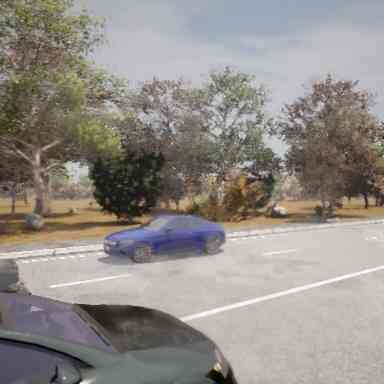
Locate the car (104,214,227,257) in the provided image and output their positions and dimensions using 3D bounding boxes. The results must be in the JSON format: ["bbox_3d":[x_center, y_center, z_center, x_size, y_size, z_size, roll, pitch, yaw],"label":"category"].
[{"bbox_3d":[-0.810,1.562,12.017,4.674,1.442,1.812,0,0,-36],"label":"car"}]

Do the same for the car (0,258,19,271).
[{"bbox_3d":[-5.237,1.542,4.561,5.357,1.411,2.033,0,0,-35],"label":"car"}]

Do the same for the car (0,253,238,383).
[{"bbox_3d":[-1.625,1.566,2.608,4.181,1.385,1.994,0,0,-35],"label":"car"}]
